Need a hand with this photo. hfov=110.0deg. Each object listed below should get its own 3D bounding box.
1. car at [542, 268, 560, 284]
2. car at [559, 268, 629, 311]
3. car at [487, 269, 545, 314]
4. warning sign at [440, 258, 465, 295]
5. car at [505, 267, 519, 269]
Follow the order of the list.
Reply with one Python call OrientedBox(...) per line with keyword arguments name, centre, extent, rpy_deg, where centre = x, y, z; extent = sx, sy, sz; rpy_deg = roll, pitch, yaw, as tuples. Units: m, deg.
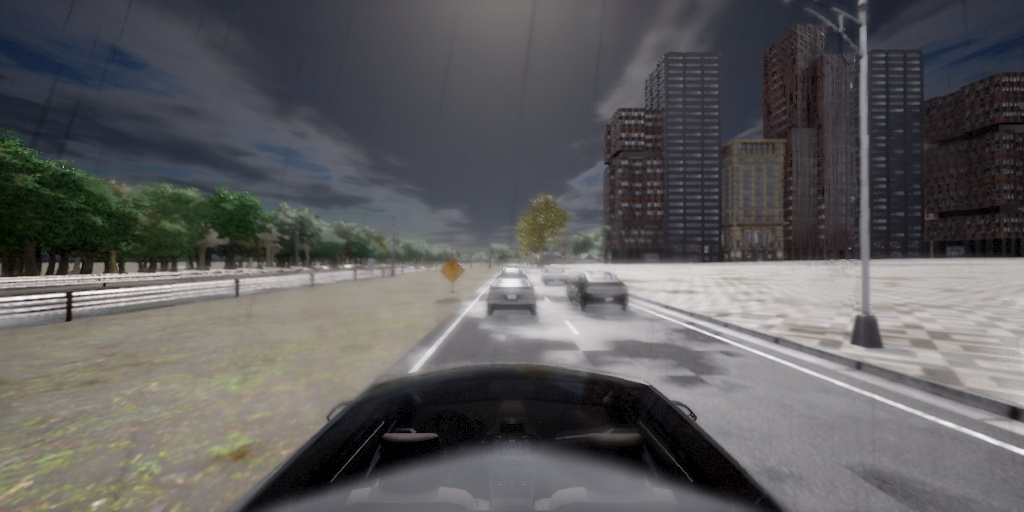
OrientedBox(name="car", centre=(3.505, 1.644, 30.096), extent=(1.895, 1.301, 4.718), rpy_deg=(0, -1, 0))
OrientedBox(name="car", centre=(3.516, 1.384, 15.360), extent=(2.128, 1.511, 4.902), rpy_deg=(0, 0, 0))
OrientedBox(name="car", centre=(0.006, 1.429, 14.376), extent=(2.033, 1.411, 5.357), rpy_deg=(0, -1, 0))
OrientedBox(name="warning sign", centre=(-3.057, 1.038, 18.450), extent=(1.300, 1.860, 1.060), rpy_deg=(0, 0, 0))
OrientedBox(name="car", centre=(0.011, 1.610, 30.353), extent=(1.994, 1.385, 4.181), rpy_deg=(0, -1, 0))
